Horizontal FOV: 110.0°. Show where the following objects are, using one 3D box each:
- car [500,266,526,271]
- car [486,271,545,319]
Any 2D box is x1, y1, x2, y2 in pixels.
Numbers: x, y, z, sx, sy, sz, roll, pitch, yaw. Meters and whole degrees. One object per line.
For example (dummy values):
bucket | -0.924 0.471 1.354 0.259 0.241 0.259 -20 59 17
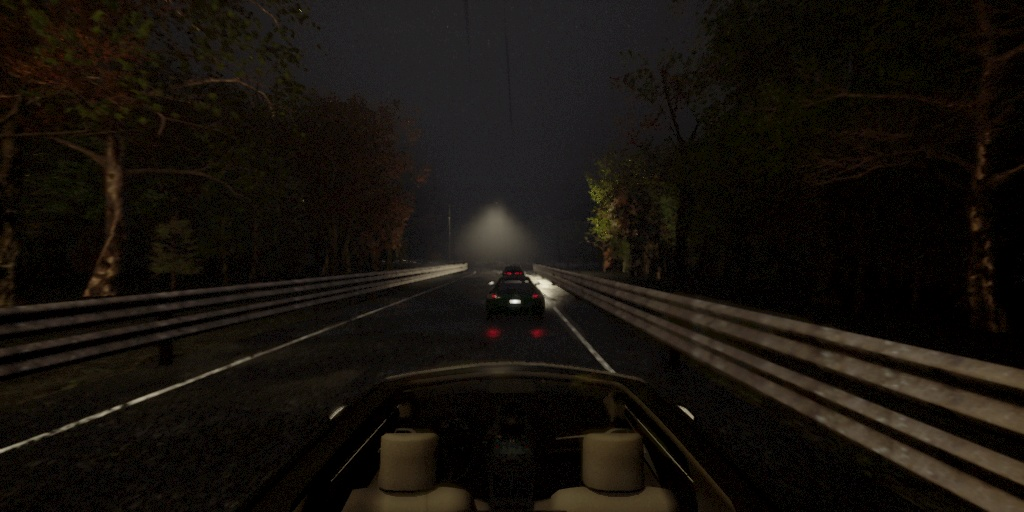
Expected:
car | 0.095 1.528 30.010 1.837 1.490 4.892 0 0 0
car | 0.097 1.427 13.312 1.994 1.385 4.181 0 0 0
